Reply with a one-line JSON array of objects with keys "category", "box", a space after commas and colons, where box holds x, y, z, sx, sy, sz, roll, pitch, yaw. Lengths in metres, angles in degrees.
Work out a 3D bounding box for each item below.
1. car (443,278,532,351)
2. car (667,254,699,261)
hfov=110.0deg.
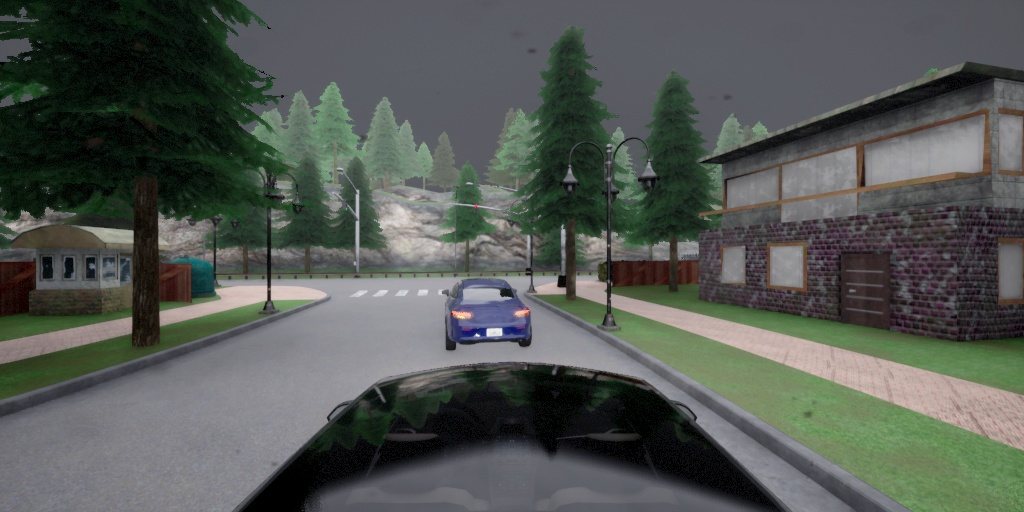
[{"category": "car", "box": [-0.756, 1.276, 9.025, 1.812, 1.442, 4.674, 0, 0, -11]}, {"category": "car", "box": [16.070, 0.813, 33.555, 5.566, 2.045, 2.150, 0, 0, -12]}]
